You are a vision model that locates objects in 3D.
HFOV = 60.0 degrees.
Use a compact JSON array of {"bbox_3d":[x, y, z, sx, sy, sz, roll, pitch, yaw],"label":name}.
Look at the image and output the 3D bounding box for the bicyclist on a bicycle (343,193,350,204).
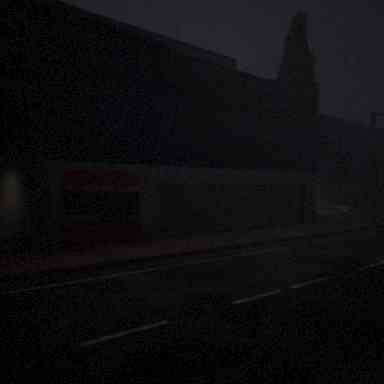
[{"bbox_3d":[22.040,0.951,47.433,1.656,1.620,0.582,-1,0,-37],"label":"bicyclist on a bicycle"}]
